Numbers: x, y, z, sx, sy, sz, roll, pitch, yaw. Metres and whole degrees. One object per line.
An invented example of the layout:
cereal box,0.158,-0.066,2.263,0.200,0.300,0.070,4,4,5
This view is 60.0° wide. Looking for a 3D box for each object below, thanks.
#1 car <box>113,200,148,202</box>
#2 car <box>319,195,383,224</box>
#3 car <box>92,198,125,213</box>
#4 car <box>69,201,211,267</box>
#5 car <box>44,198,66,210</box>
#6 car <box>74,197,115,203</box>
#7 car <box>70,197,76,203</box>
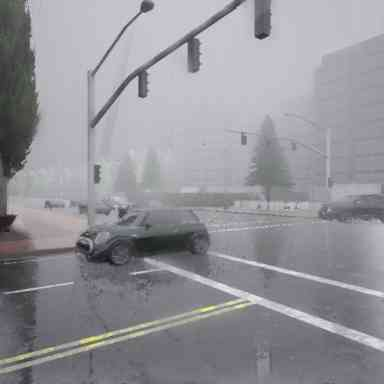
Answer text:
car,-3.532,1.547,23.633,2.033,1.411,5.357,0,0,-34
car,12.327,1.222,24.700,5.566,2.045,2.150,0,1,-11
car,-9.676,1.491,38.262,2.128,1.511,4.902,0,0,-36
car,-1.587,1.352,11.521,4.553,1.767,2.097,0,0,-36
car,-18.341,1.526,44.369,1.812,1.442,4.674,0,0,-36
car,-9.434,1.505,31.910,1.837,1.490,4.892,0,0,-36
car,-15.835,1.505,46.882,1.837,1.490,4.892,0,0,-35
